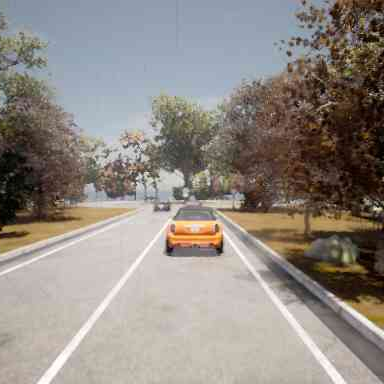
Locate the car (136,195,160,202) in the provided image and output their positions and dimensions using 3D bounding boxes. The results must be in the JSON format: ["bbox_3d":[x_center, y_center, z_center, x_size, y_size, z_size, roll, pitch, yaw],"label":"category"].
[{"bbox_3d":[-10.014,1.364,76.059,4.902,1.511,2.128,0,0,-32],"label":"car"}]

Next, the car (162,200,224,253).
[{"bbox_3d":[0.101,1.357,13.916,2.097,1.767,4.553,0,0,0],"label":"car"}]

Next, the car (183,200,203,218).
[{"bbox_3d":[0.099,1.536,31.548,1.812,1.442,4.674,0,0,0],"label":"car"}]

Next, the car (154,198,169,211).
[{"bbox_3d":[-3.502,1.514,40.108,2.128,1.511,4.902,0,0,0],"label":"car"}]
